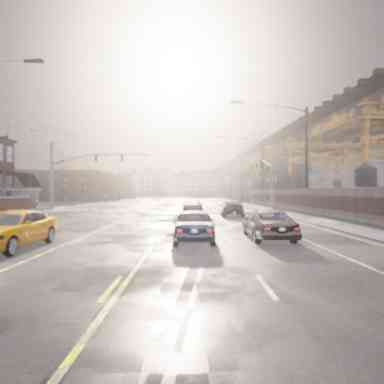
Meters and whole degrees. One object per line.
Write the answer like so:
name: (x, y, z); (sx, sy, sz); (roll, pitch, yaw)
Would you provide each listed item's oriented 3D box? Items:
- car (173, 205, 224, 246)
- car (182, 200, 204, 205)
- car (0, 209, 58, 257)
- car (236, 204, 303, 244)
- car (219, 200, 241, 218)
car: (0.094, 1.534, 15.258); (2.033, 1.411, 5.357); (0, 0, 0)
car: (0.082, 1.464, 30.601); (2.128, 1.511, 4.902); (0, 0, 0)
car: (-7.078, 1.466, 13.149); (1.882, 1.535, 5.008); (0, 0, 1)
car: (3.593, 1.533, 15.769); (2.033, 1.411, 5.357); (0, 0, 0)
car: (3.588, 1.477, 30.407); (1.837, 1.490, 4.892); (0, 0, 0)
